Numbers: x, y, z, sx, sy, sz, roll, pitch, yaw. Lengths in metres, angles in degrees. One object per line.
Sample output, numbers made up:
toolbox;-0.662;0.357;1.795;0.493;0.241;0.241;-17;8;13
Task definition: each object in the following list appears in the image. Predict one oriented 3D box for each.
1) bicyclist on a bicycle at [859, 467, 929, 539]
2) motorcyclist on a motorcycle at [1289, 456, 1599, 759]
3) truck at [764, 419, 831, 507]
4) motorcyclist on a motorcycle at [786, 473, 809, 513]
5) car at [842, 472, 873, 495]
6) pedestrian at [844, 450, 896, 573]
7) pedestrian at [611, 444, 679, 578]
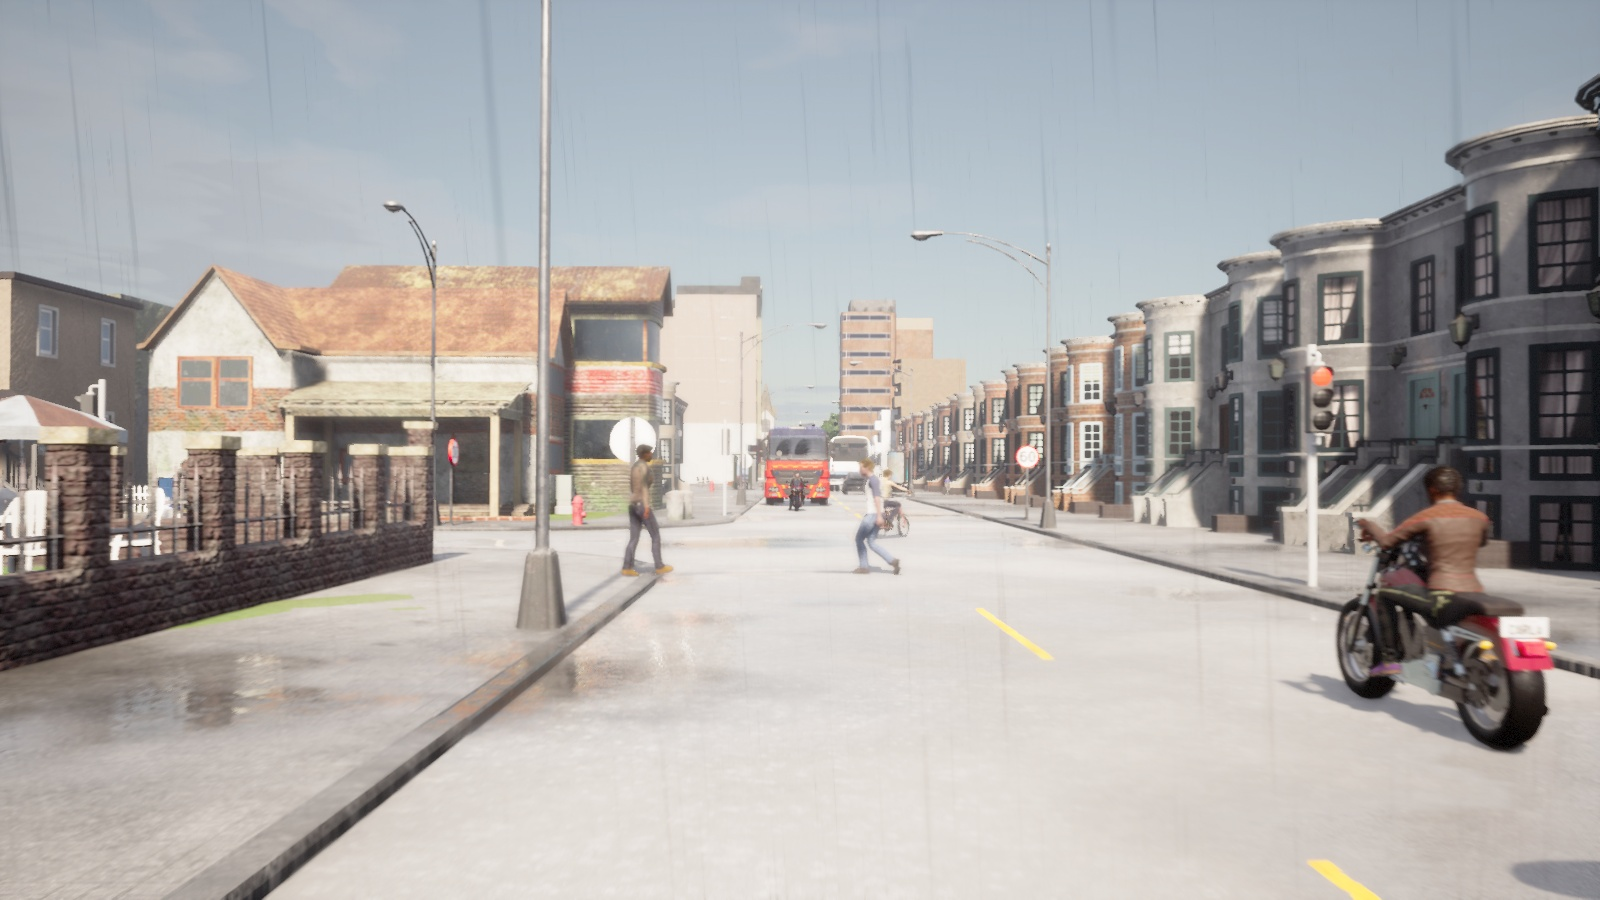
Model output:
bicyclist on a bicycle;2.198;1.232;29.233;0.866;1.612;1.509;-5;-4;38
motorcyclist on a motorcycle;3.979;0.884;8.043;0.766;1.649;2.350;0;-1;0
truck;-0.118;0.644;59.363;2.891;3.827;8.468;0;-1;0
motorcyclist on a motorcycle;-0.097;1.678;49.432;0.866;1.530;2.191;0;-1;0
car;3.853;2.225;84.853;1.837;1.490;4.892;0;-1;0
pedestrian;1.064;0.926;19.071;0.706;1.836;0.354;0;-1;16
pedestrian;-2.142;0.830;17.328;0.869;1.805;0.328;0;-1;-32
